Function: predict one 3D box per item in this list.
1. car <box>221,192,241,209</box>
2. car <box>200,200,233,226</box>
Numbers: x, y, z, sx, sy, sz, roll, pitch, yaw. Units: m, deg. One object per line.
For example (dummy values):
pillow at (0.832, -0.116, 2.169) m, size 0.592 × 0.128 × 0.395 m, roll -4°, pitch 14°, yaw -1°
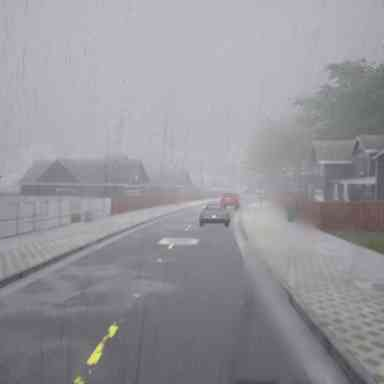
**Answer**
car at (4.981, 1.047, 42.490) m, size 2.150 × 2.045 × 5.566 m, roll 1°, pitch 1°, yaw 12°
car at (1.632, 1.508, 23.024) m, size 1.994 × 1.385 × 4.181 m, roll 0°, pitch 0°, yaw 7°
